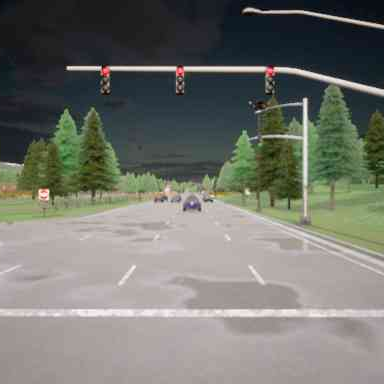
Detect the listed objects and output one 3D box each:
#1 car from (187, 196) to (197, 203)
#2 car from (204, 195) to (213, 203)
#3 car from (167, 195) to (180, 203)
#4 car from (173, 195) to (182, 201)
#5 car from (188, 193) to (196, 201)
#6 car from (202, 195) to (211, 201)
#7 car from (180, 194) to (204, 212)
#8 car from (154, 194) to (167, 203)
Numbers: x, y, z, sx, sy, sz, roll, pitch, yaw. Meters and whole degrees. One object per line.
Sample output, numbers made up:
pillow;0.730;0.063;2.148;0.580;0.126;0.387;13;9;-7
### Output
car;0.013;1.553;70.815;1.994;1.385;4.181;0;0;0
car;3.513;1.597;70.877;1.895;1.301;4.718;0;0;0
car;-3.487;1.541;70.432;2.033;1.411;5.357;0;0;0
car;-3.485;1.383;80.852;2.033;1.411;5.357;0;0;0
car;0.015;1.198;80.821;2.097;1.767;4.553;0;0;0
car;3.515;1.383;80.851;2.033;1.411;5.357;0;0;0
car;0.007;1.357;39.788;2.097;1.767;4.553;0;0;0
car;-6.987;1.526;70.849;1.812;1.442;4.674;0;0;0
